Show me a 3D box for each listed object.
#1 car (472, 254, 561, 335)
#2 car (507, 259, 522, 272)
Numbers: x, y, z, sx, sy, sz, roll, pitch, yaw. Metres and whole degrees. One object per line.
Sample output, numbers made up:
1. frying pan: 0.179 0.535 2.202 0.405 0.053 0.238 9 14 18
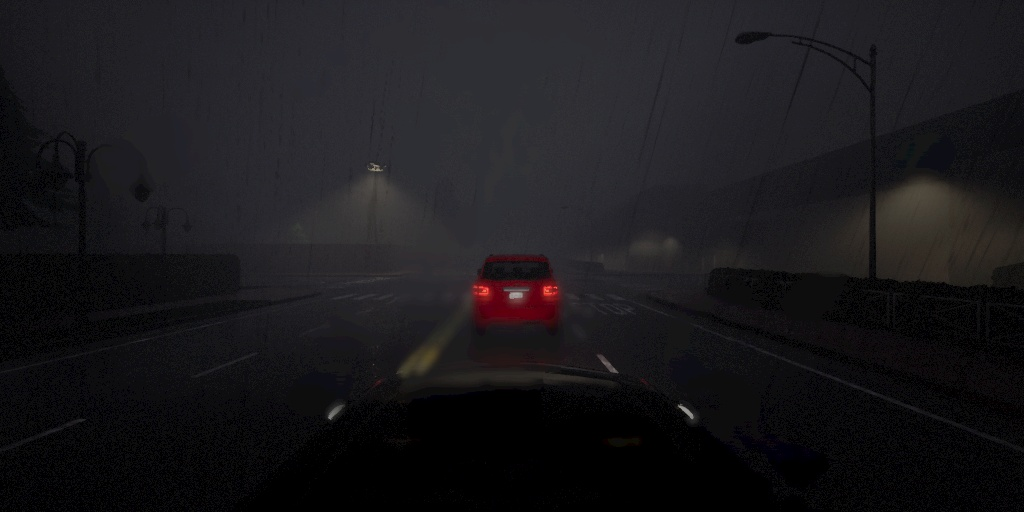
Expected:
1. car: 0.118 0.971 10.640 2.150 2.045 5.566 0 0 0
2. car: 0.348 1.228 46.349 1.882 1.535 5.008 0 0 1
